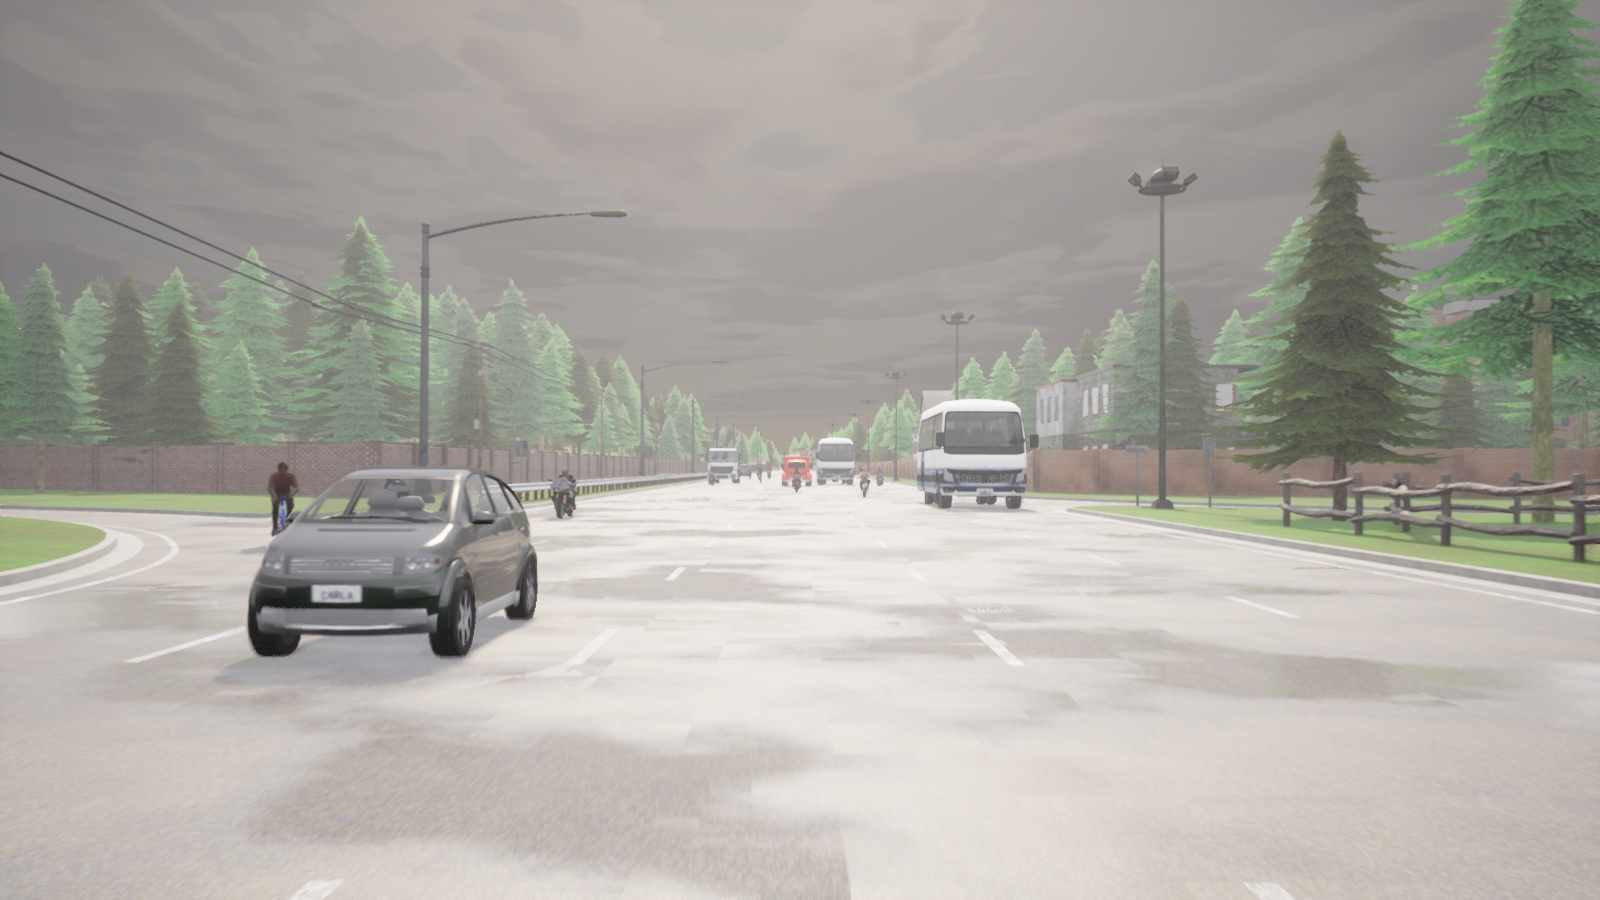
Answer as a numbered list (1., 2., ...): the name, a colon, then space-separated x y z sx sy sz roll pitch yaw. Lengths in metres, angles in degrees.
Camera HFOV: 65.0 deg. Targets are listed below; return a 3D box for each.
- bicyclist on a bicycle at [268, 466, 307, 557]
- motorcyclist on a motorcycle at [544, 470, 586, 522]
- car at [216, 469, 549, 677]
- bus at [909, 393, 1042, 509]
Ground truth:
1. bicyclist on a bicycle: -9.646 1.125 23.610 0.582 1.620 1.656 -1 0 -24
2. motorcyclist on a motorcycle: -7.091 1.395 38.062 0.866 1.530 2.191 0 -2 0
3. car: -3.527 0.956 11.357 1.789 1.549 3.705 0 -1 0
4. bus: 6.872 0.106 51.145 3.944 4.253 10.273 0 -1 0
